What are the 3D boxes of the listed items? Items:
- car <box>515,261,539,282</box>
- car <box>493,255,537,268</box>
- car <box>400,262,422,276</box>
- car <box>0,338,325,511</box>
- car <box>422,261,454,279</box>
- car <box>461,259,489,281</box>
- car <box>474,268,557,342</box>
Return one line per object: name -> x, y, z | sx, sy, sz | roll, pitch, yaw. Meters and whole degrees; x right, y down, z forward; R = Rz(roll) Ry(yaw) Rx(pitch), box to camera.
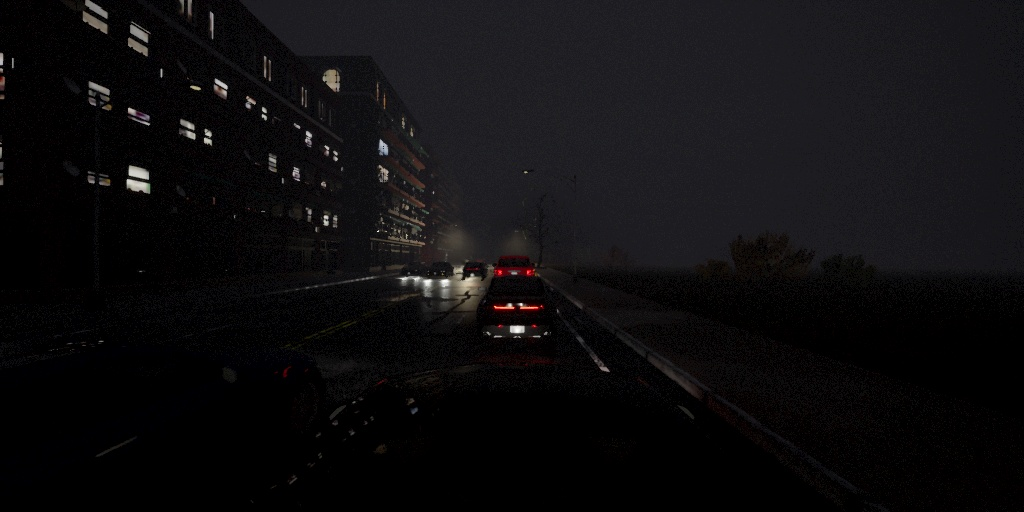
car -> 1.161, 1.209, 30.525 | 1.801, 1.575, 5.366 | 0, 0, 0
car -> 0.114, 0.974, 20.118 | 2.150, 2.045, 5.566 | 0, 0, 0
car -> -9.823, 1.301, 36.802 | 2.033, 1.411, 5.357 | 0, 0, 0
car -> -3.149, 1.276, 2.347 | 1.812, 1.442, 4.674 | 0, 0, 0
car -> -6.576, 1.258, 33.046 | 1.837, 1.490, 4.892 | 0, 0, 0
car -> -3.127, 1.256, 30.661 | 1.837, 1.490, 4.892 | 0, -1, 0
car -> 0.108, 1.256, 9.771 | 1.837, 1.490, 4.892 | 0, 0, 0
